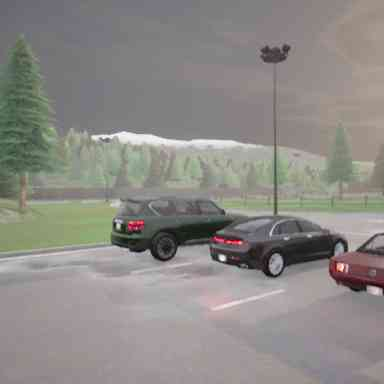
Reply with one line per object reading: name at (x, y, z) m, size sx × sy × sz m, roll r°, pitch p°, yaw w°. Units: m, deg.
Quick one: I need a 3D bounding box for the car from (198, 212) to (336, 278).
car at (2.771, 1.446, 10.034) m, size 4.892 × 1.490 × 1.837 m, roll -1°, pitch 0°, yaw -35°

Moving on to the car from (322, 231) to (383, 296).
car at (5.234, 1.538, 7.486) m, size 4.718 × 1.301 × 1.895 m, roll -1°, pitch 0°, yaw -35°

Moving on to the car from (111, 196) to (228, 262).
car at (-0.166, 1.171, 12.247) m, size 5.566 × 2.045 × 2.150 m, roll -1°, pitch 0°, yaw -35°
